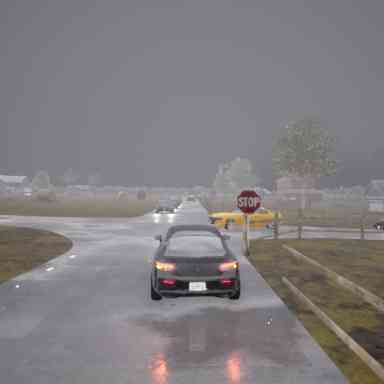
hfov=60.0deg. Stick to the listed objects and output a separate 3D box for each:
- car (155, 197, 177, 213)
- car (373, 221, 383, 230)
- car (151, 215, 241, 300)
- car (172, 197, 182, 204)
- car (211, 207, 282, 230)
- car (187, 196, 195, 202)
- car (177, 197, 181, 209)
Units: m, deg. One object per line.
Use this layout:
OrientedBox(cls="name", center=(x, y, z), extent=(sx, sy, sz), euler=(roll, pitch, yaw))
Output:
OrientedBox(cls="car", center=(-2.939, 1.529, 37.139), extent=(1.837, 1.490, 4.892), euler=(0, 0, 0))
OrientedBox(cls="car", center=(15.954, 2.234, 23.645), extent=(5.357, 1.411, 2.033), euler=(2, 0, 0))
OrientedBox(cls="car", center=(0.027, 1.528, 8.265), extent=(1.812, 1.442, 4.674), euler=(0, 0, -2))
OrientedBox(cls="car", center=(-2.943, 1.664, 65.973), extent=(1.895, 1.301, 4.718), euler=(0, 0, 0))
OrientedBox(cls="car", center=(3.503, 1.668, 21.869), extent=(5.008, 1.535, 1.882), euler=(2, -1, -22))
OrientedBox(cls="car", center=(-0.192, 1.563, 78.464), extent=(1.882, 1.535, 5.008), euler=(0, 0, 0))
OrientedBox(cls="car", center=(-2.953, 1.596, 46.284), extent=(1.994, 1.385, 4.181), euler=(0, 0, 0))
